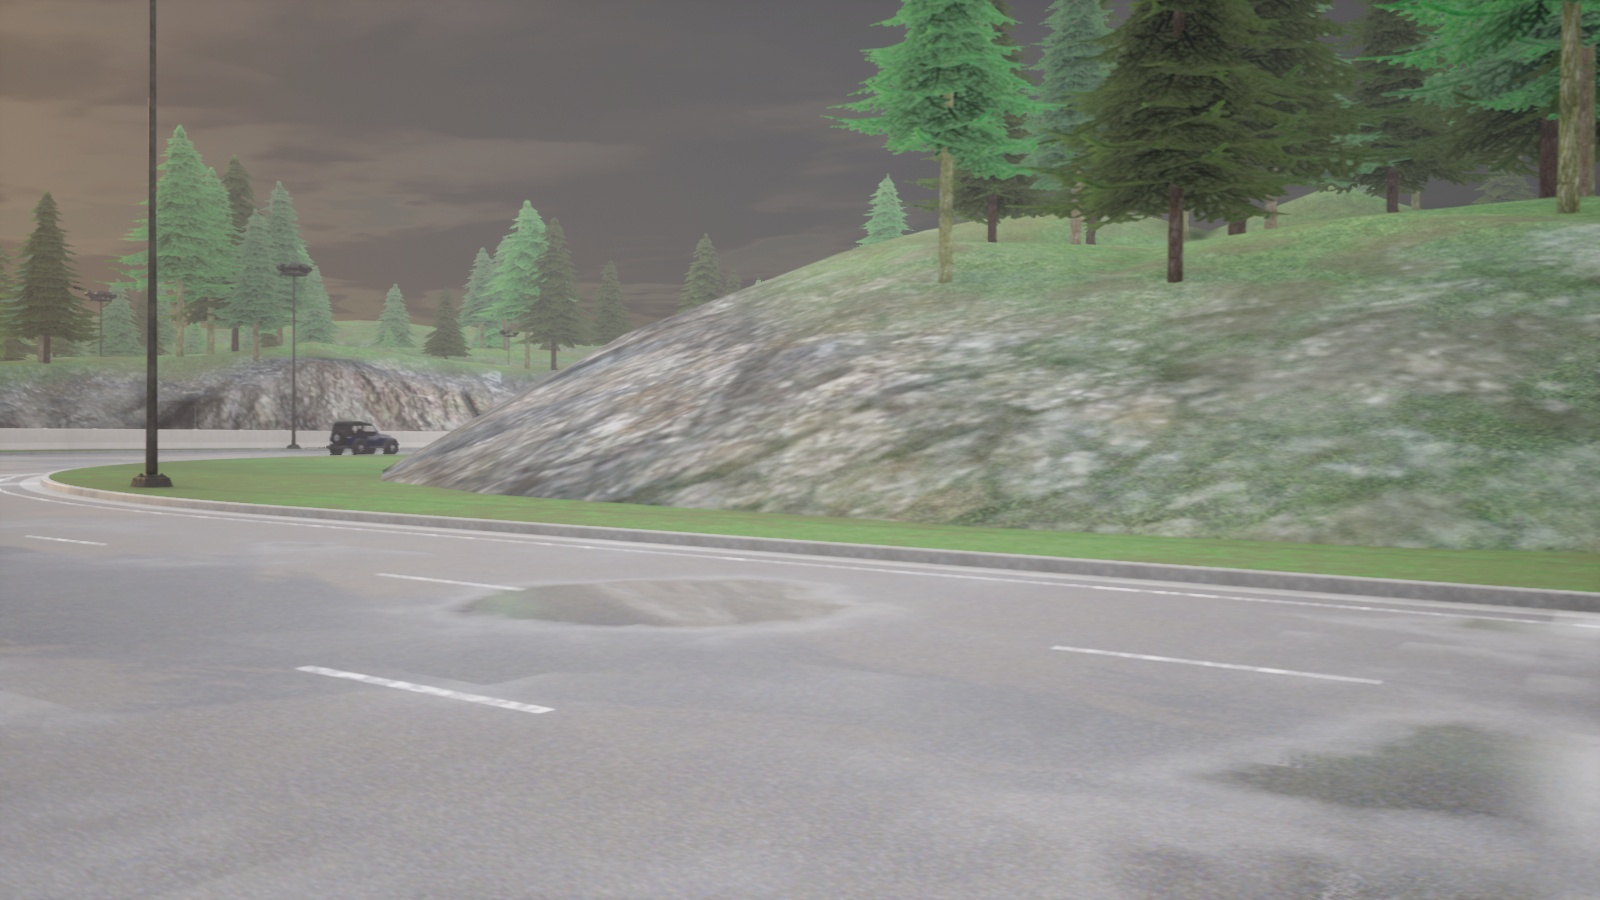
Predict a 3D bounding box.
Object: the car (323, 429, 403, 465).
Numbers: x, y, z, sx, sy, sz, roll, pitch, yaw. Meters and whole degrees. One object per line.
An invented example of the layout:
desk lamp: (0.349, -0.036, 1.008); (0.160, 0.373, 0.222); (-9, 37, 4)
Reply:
car: (-23.438, -0.181, 67.471); (1.905, 1.878, 3.866); (0, 1, 26)
